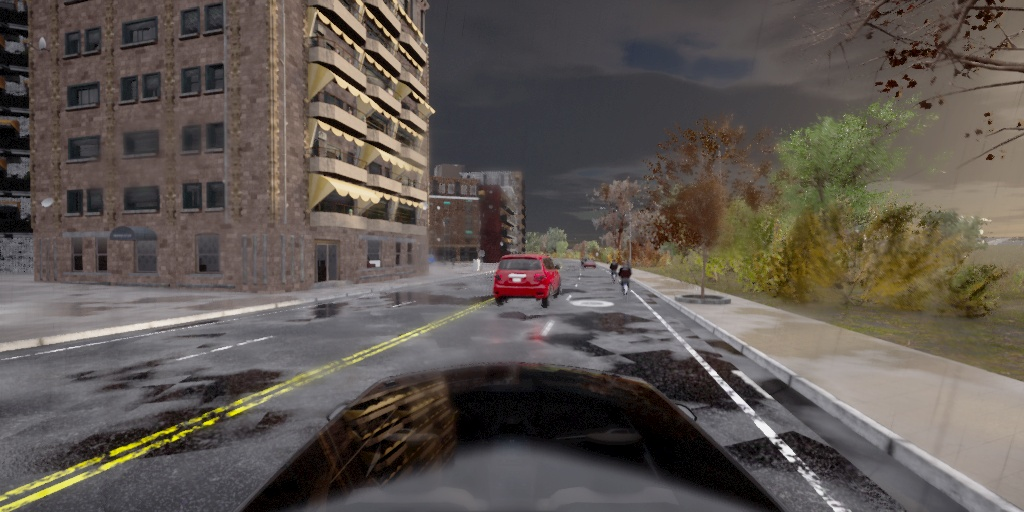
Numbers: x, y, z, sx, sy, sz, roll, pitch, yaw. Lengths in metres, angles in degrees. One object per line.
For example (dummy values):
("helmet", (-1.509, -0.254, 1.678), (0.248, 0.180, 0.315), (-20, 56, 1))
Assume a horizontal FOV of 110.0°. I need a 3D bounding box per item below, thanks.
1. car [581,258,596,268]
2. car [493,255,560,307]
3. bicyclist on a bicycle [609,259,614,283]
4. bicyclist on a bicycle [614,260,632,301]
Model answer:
("car", (13.361, 1.281, 61.839), (1.994, 1.385, 4.181), (0, 0, 9))
("car", (0.812, 0.967, 15.670), (2.150, 2.045, 5.566), (0, 0, 13))
("bicyclist on a bicycle", (7.069, 1.112, 24.916), (0.659, 1.776, 1.843), (0, 0, 12))
("bicyclist on a bicycle", (5.058, 1.115, 16.067), (0.659, 1.776, 1.843), (0, 0, 13))
